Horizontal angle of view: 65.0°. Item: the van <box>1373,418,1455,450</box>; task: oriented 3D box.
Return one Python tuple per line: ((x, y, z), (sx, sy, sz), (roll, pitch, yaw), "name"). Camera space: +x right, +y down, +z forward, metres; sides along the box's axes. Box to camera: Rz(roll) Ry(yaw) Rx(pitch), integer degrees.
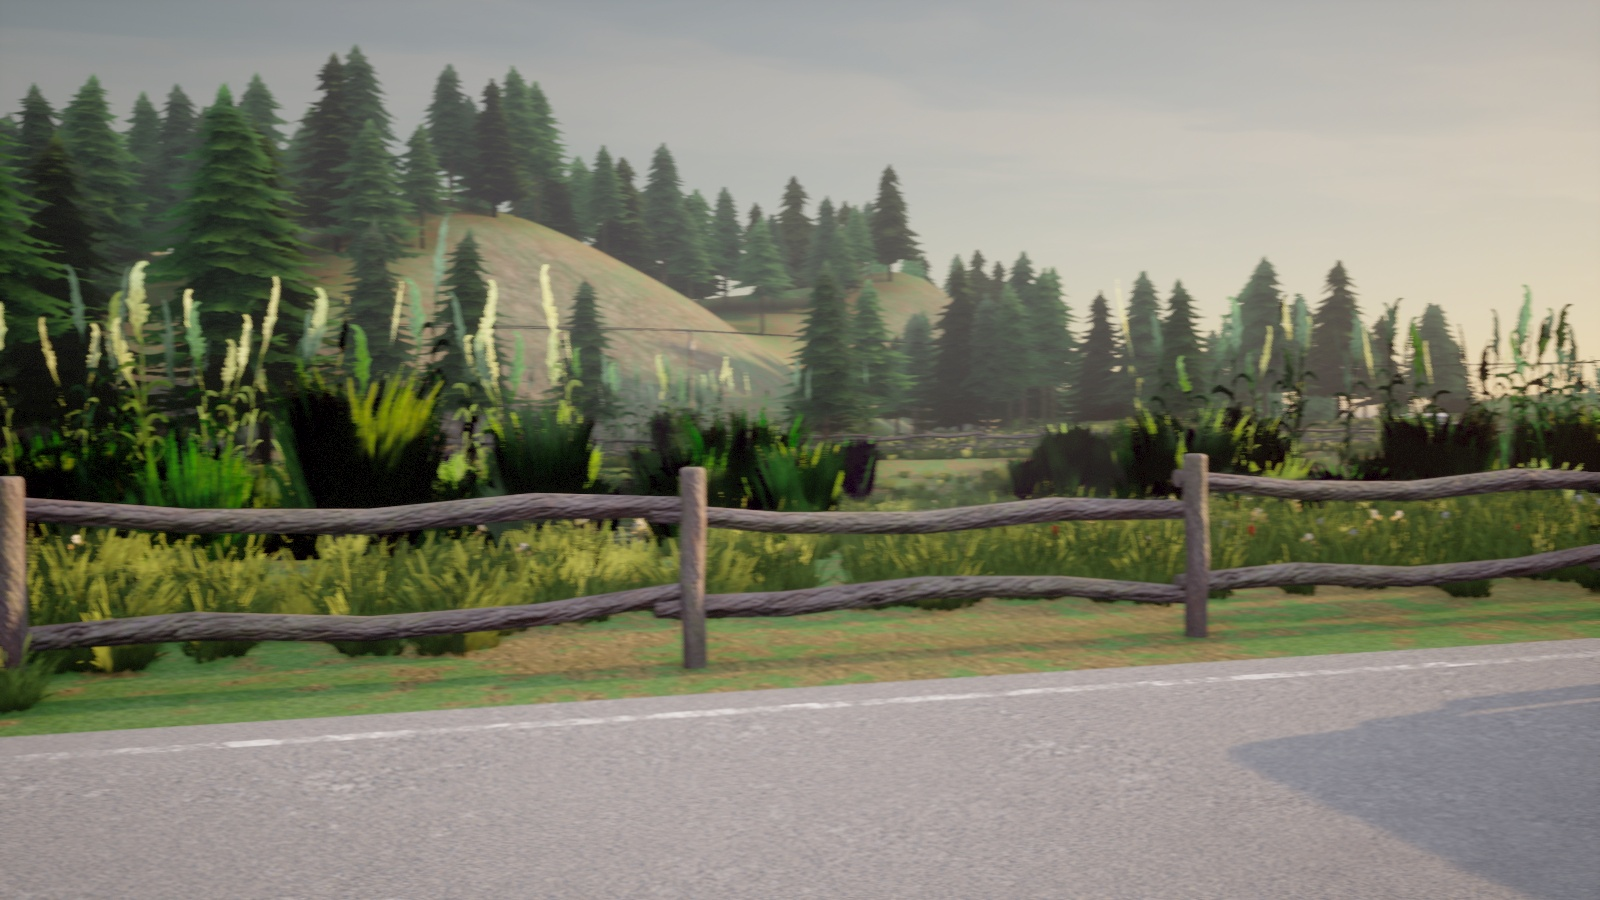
((40.087, -1.071, 82.030), (4.480, 2.038, 2.069), (-1, 1, -14), "van")
